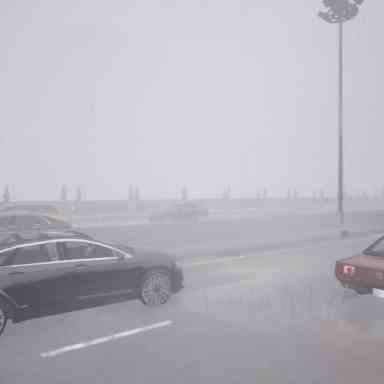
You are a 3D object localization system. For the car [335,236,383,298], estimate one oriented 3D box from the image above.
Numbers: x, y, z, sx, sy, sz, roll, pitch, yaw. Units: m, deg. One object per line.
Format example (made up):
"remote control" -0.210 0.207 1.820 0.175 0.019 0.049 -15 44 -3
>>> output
"car" 5.351 1.599 7.441 4.718 1.301 1.895 0 0 -35

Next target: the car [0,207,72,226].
"car" -6.806 1.495 12.003 4.892 1.490 1.837 0 0 -35

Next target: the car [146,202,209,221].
"car" -1.012 1.491 24.551 4.892 1.490 1.837 0 0 -34

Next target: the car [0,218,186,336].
"car" -2.401 1.487 6.301 4.902 1.511 2.128 0 0 -35

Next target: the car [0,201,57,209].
"car" -8.210 1.340 15.292 4.553 1.767 2.097 0 0 -35
